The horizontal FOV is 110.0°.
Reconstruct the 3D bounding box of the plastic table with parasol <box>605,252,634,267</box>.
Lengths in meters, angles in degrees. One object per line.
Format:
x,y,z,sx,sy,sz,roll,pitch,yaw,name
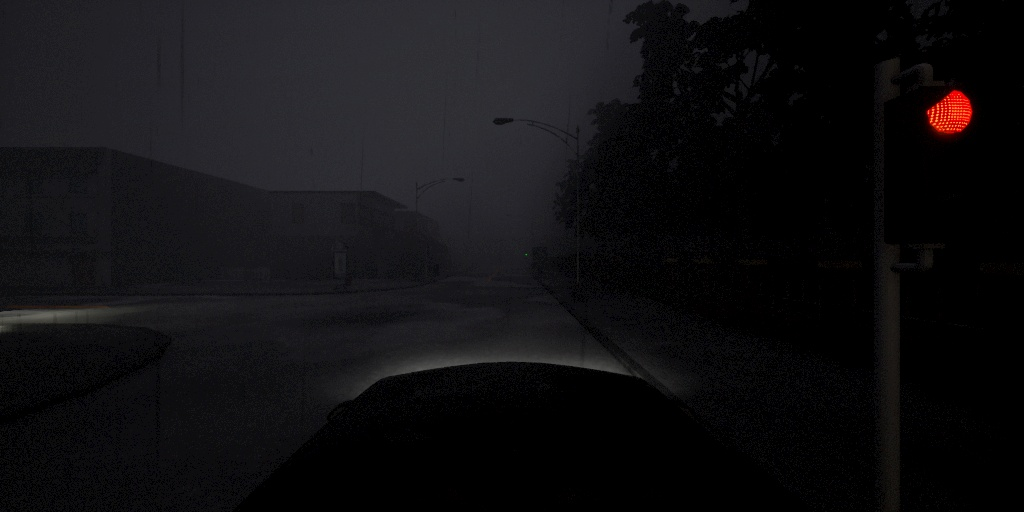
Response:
15.324,0.694,51.191,2.482,2.480,2.482,0,0,-40,plastic table with parasol

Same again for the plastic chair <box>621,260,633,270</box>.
16.056,1.296,50.192,0.750,1.272,0.730,0,0,-40,plastic chair

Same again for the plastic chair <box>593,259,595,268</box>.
13.755,1.304,58.518,0.730,1.272,0.750,0,0,-35,plastic chair

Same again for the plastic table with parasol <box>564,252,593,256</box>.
10.007,0.684,53.933,2.482,2.480,2.482,0,0,-40,plastic table with parasol

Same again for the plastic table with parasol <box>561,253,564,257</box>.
10.723,0.705,62.374,2.482,2.480,2.482,0,0,-40,plastic table with parasol

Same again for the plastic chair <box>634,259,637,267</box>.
18.680,1.161,54.638,0.750,1.272,0.730,0,0,-39,plastic chair

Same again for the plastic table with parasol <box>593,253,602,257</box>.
14.707,0.673,59.405,2.482,2.480,2.482,0,0,-42,plastic table with parasol

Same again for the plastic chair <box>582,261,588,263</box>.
10.738,1.310,52.936,0.750,1.272,0.730,0,0,-40,plastic chair

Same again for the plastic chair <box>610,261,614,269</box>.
14.350,1.306,50.290,0.730,1.272,0.750,0,0,-35,plastic chair

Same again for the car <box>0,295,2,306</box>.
-20.383,1.102,11.948,4.553,1.767,2.097,0,0,0,car
